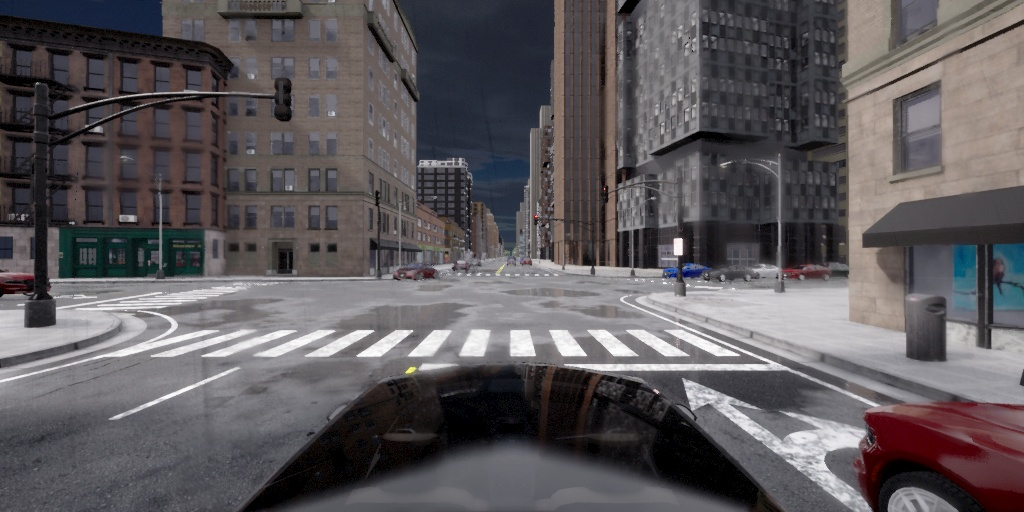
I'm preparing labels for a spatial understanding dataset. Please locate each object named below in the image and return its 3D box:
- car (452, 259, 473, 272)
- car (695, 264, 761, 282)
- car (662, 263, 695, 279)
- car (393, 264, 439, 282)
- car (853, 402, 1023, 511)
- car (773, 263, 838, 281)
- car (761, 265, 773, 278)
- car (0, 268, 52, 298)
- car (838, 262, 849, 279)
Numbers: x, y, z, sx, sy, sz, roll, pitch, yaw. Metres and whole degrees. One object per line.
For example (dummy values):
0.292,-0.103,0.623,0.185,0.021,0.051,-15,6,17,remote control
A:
-6.681,1.285,47.095,1.812,1.442,4.674,0,0,0,car
19.276,1.515,32.067,4.892,1.490,1.837,1,0,-17,car
17.024,1.487,34.810,5.008,1.535,1.882,1,0,-16,car
-7.575,1.298,28.773,1.994,1.385,4.181,1,0,19,car
3.353,1.228,0.439,1.882,1.535,5.008,0,0,0,car
28.327,1.594,34.640,5.008,1.535,1.882,1,0,-15,car
26.006,1.640,37.381,4.674,1.442,1.812,1,0,-15,car
-22.331,0.962,14.468,5.008,1.535,1.882,1,0,-17,car
35.015,1.571,39.664,4.553,1.767,2.097,1,0,-13,car
